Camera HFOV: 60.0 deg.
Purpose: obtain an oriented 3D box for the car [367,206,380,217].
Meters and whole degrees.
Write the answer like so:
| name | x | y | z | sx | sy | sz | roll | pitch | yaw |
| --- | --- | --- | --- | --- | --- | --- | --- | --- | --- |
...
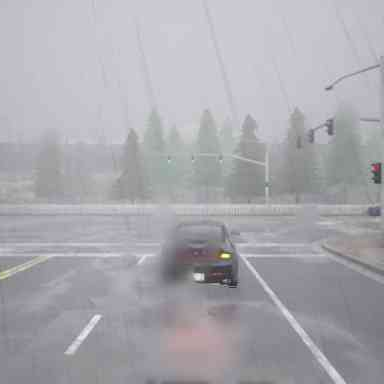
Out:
| name | x | y | z | sx | sy | sz | roll | pitch | yaw |
| --- | --- | --- | --- | --- | --- | --- | --- | --- | --- |
| car | 18.721 | 1.586 | 30.487 | 5.008 | 1.535 | 1.882 | 0 | 0 | 1 |

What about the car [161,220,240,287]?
| name | x | y | z | sx | sy | sz | roll | pitch | yaw |
| --- | --- | --- | --- | --- | --- | --- | --- | --- | --- |
| car | 0.299 | 1.558 | 9.519 | 1.837 | 1.490 | 4.892 | 0 | 0 | 4 |
